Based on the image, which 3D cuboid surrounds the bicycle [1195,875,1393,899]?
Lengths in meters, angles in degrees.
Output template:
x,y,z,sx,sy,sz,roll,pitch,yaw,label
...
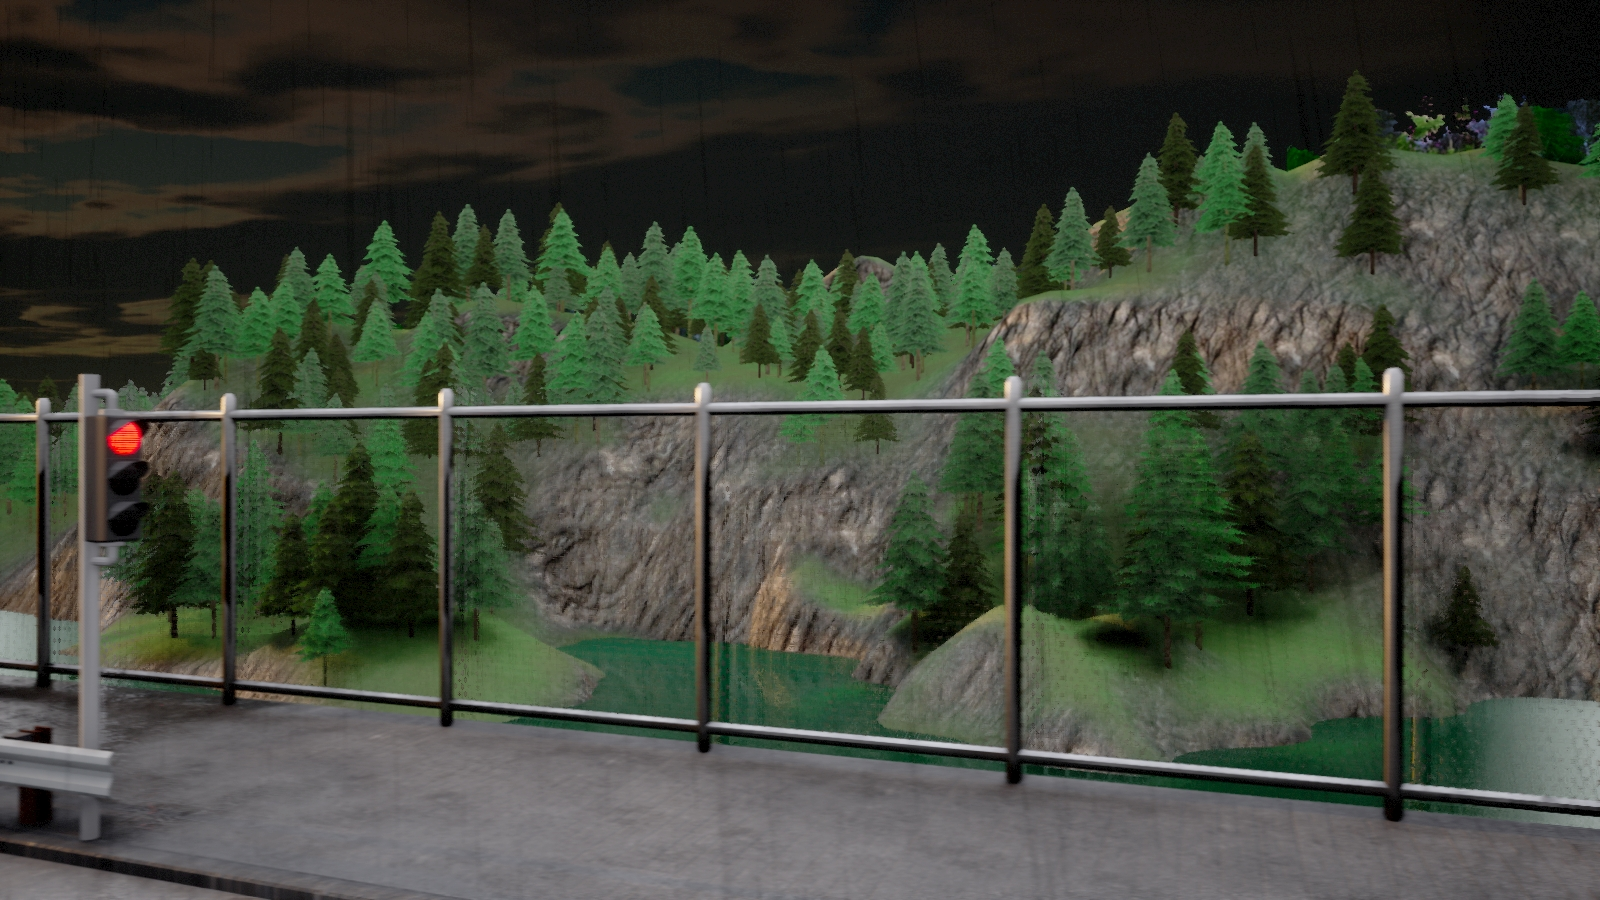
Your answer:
x,y,z,sx,sy,sz,roll,pitch,yaw,label
2.031,2.060,3.078,1.835,1.471,0.329,0,0,20,bicycle
